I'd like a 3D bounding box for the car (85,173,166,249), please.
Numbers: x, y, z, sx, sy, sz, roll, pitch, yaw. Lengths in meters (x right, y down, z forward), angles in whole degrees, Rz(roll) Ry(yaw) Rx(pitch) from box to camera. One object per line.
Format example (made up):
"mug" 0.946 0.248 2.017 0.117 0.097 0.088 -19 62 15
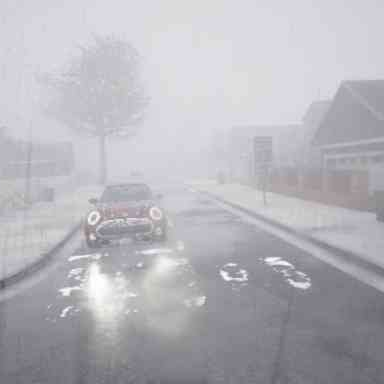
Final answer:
"car" -2.003 0.460 10.414 2.097 1.767 4.553 -4 5 -8

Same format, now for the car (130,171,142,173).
"car" -5.987 -1.481 35.799 1.837 1.490 4.892 -3 5 -10
